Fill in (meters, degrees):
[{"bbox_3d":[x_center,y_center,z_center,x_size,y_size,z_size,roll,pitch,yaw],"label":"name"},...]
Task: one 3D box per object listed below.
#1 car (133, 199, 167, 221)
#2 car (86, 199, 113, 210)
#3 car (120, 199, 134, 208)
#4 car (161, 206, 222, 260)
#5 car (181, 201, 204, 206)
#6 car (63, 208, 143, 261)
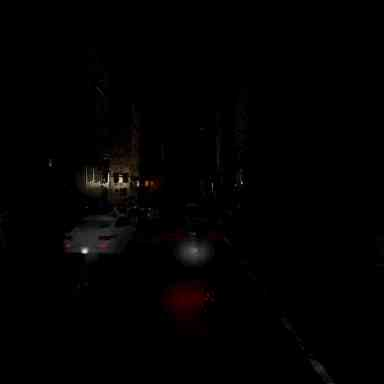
[{"bbox_3d":[-3.187,1.502,27.387,2.128,1.511,4.902,0,0,0],"label":"car"},{"bbox_3d":[-9.859,1.489,35.826,1.882,1.535,5.008,0,0,0],"label":"car"},{"bbox_3d":[-6.610,1.538,36.498,1.812,1.442,4.674,0,0,0],"label":"car"},{"bbox_3d":[0.066,1.512,12.374,1.837,1.490,4.892,0,0,0],"label":"car"},{"bbox_3d":[0.066,1.535,28.454,1.812,1.442,4.674,0,0,0],"label":"car"},{"bbox_3d":[-3.181,1.532,12.227,1.812,1.442,4.674,0,0,0],"label":"car"}]
